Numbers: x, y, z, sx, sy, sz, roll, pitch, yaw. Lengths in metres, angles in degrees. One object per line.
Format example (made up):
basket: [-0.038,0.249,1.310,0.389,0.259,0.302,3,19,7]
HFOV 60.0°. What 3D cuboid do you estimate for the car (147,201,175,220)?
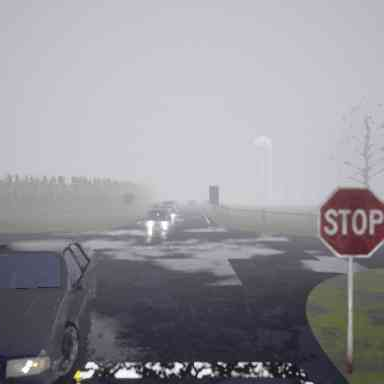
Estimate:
car: [-2.884,1.764,30.097,1.994,1.385,4.181,0,0,0]

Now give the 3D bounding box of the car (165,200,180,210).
car: [-2.906,1.897,50.564,2.033,1.411,5.357,0,0,0]

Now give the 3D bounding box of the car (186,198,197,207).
car: [0.001,1.977,60.767,2.033,1.411,5.357,0,0,0]

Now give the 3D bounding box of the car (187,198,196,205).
car: [-0.120,2.038,71.216,1.812,1.442,4.674,0,0,0]

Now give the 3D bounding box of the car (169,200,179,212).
car: [-2.906,1.797,40.066,1.812,1.442,4.674,0,0,0]

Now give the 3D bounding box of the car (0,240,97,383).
car: [-2.692,1.583,5.543,2.033,1.411,5.357,0,0,-10]
